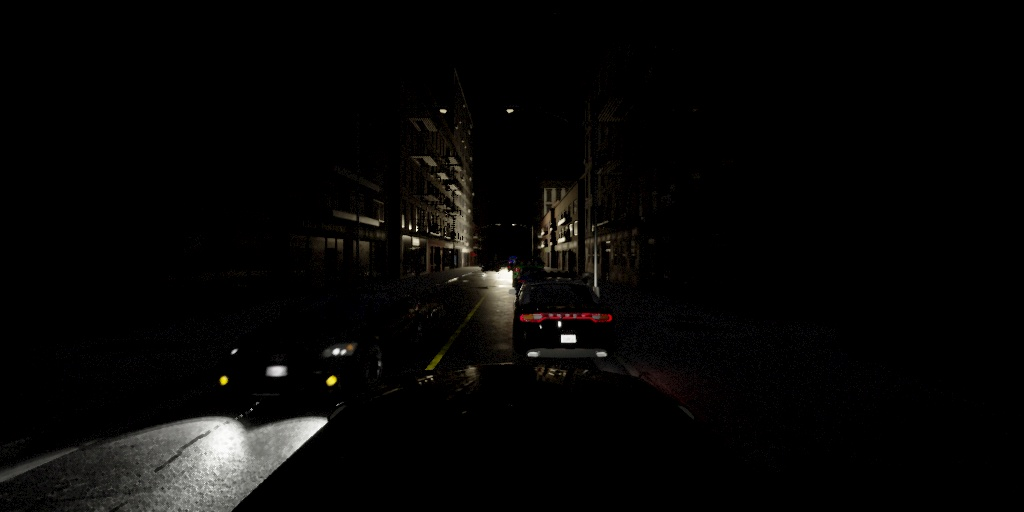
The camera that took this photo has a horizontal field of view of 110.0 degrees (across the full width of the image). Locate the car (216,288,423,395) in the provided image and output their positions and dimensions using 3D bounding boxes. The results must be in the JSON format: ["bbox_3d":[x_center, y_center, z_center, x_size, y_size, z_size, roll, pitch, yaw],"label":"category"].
[{"bbox_3d":[-3.053,1.318,6.666,1.994,1.385,4.181,0,0,0],"label":"car"}]

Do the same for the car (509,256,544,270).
[{"bbox_3d":[1.090,1.007,24.493,2.150,2.045,5.566,0,0,0],"label":"car"}]

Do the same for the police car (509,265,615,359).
[{"bbox_3d":[0.963,1.180,8.571,1.930,1.638,5.238,0,0,0],"label":"police car"}]

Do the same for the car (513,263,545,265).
[{"bbox_3d":[1.042,1.295,18.461,1.812,1.442,4.674,0,0,0],"label":"car"}]

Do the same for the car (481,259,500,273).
[{"bbox_3d":[-2.646,1.208,45.293,2.097,1.767,4.553,0,0,0],"label":"car"}]
